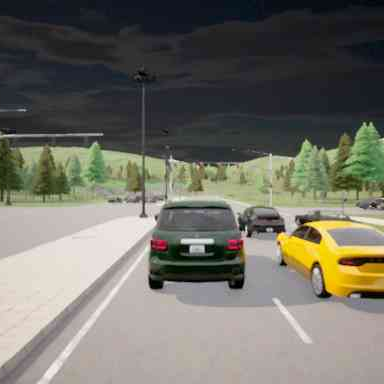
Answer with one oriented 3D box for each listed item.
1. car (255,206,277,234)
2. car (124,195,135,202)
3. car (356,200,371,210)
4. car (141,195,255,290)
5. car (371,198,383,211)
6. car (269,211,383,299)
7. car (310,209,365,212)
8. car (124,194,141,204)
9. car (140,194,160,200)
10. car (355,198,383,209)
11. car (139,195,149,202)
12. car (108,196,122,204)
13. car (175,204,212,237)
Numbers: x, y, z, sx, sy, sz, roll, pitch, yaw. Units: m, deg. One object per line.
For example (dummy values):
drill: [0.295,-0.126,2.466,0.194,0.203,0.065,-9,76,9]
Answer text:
car: [3.573,1.504,17.735,1.837,1.490,4.892,0,0,0]
car: [-15.136,1.499,80.607,1.837,1.490,4.892,0,0,0]
car: [23.234,1.504,41.420,4.892,1.490,1.837,0,0,1]
car: [0.088,1.221,9.255,2.150,2.045,5.566,0,0,0]
car: [23.577,1.525,37.917,4.674,1.442,1.812,0,0,1]
car: [3.586,1.478,8.510,1.882,1.535,5.008,0,0,0]
car: [7.073,1.601,17.909,1.895,1.301,4.718,0,0,0]
car: [-11.638,1.524,65.383,1.812,1.442,4.674,0,0,0]
car: [-8.148,1.490,64.845,2.128,1.511,4.902,0,0,0]
car: [25.164,1.547,44.899,5.357,1.411,2.033,0,0,1]
car: [-11.636,1.523,80.599,1.812,1.442,4.674,0,0,0]
car: [-15.134,1.562,65.251,1.994,1.385,4.181,0,0,1]
car: [0.071,1.505,19.111,1.837,1.490,4.892,0,0,0]
